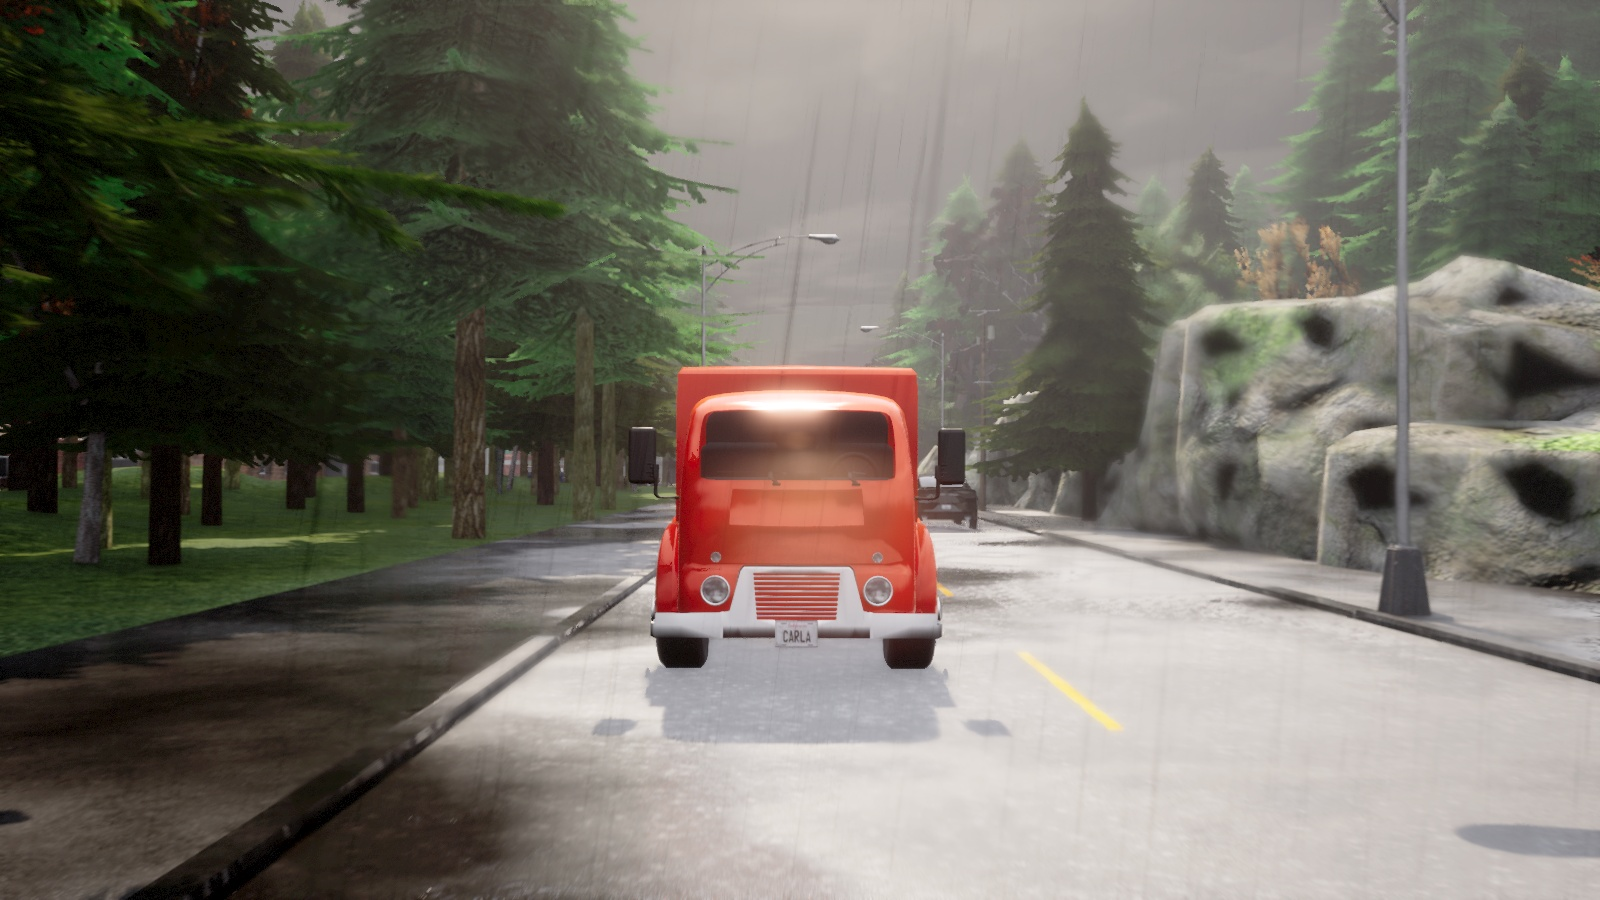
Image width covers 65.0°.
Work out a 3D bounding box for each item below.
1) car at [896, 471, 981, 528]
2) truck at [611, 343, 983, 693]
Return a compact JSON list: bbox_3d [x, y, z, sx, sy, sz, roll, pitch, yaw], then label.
[{"bbox_3d":[3.914,1.384,36.295,1.882,1.535,5.008,0,-1,0],"label":"car"},{"bbox_3d":[-0.029,0.519,11.493,2.627,2.467,5.204,0,-1,0],"label":"truck"}]
